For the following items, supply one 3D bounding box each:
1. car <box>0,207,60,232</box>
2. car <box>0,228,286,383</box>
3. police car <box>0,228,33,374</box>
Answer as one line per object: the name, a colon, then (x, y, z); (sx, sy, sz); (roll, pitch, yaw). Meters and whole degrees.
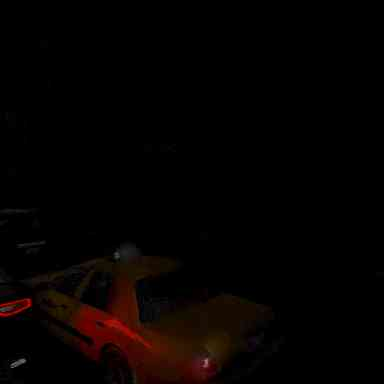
car: (-5.022, 1.320, 8.487); (5.009, 1.841, 2.192); (-1, 1, 43)
car: (-1.118, 1.484, 4.822); (4.829, 1.417, 1.752); (-1, 1, 43)
police car: (-4.151, 1.452, 4.983); (5.238, 1.638, 1.930); (-1, 1, 43)
